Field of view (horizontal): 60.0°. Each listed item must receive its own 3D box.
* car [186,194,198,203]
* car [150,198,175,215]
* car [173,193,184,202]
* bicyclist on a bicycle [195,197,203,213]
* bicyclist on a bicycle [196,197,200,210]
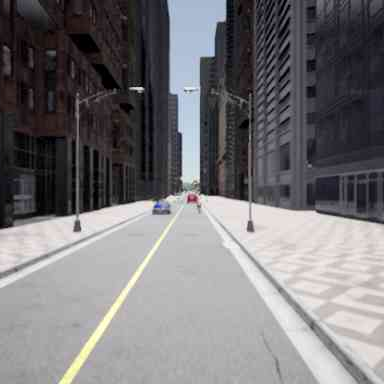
[{"bbox_3d":[-0.013,1.362,70.860,2.150,2.045,5.566,0,0,0],"label":"car"},{"bbox_3d":[-3.100,1.593,35.007,1.812,1.442,4.674,0,0,0],"label":"car"},{"bbox_3d":[-3.014,1.300,75.759,2.150,2.045,5.566,0,0,0],"label":"car"},{"bbox_3d":[0.813,1.508,36.917,0.866,1.612,1.509,0,0,0],"label":"bicyclist on a bicycle"},{"bbox_3d":[0.819,1.541,45.165,0.582,1.620,1.656,0,0,0],"label":"bicyclist on a bicycle"}]
